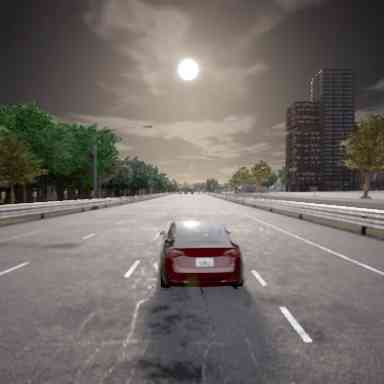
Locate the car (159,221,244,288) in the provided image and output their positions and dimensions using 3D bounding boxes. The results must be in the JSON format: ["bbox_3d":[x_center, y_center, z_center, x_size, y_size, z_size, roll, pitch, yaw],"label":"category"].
[{"bbox_3d":[0.137,1.505,9.266,2.163,1.488,4.792,0,0,-3],"label":"car"}]
